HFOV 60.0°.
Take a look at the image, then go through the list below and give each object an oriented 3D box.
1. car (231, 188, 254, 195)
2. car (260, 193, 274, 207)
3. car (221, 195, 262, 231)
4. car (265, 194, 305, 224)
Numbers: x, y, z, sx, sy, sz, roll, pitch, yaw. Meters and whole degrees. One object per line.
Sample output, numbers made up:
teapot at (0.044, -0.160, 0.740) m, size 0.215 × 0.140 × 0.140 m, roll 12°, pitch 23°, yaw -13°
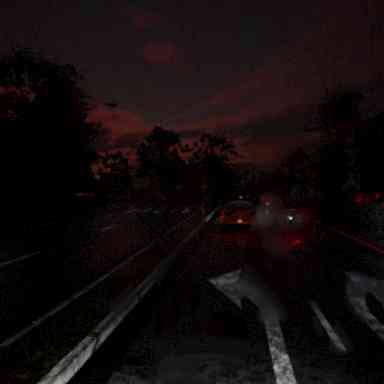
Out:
car at (5.376, 0.611, 35.581) m, size 2.150 × 2.045 × 5.566 m, roll 0°, pitch 0°, yaw 11°
car at (8.783, 0.879, 37.687) m, size 1.882 × 1.535 × 5.008 m, roll 0°, pitch -1°, yaw 11°
car at (2.659, 1.198, 18.550) m, size 1.882 × 1.535 × 5.008 m, roll 0°, pitch 1°, yaw 8°
car at (6.000, 1.167, 21.464) m, size 1.837 × 1.490 × 4.892 m, roll 0°, pitch 2°, yaw 8°
